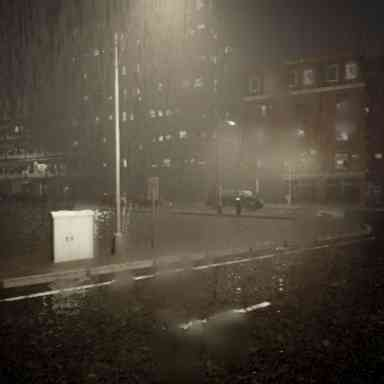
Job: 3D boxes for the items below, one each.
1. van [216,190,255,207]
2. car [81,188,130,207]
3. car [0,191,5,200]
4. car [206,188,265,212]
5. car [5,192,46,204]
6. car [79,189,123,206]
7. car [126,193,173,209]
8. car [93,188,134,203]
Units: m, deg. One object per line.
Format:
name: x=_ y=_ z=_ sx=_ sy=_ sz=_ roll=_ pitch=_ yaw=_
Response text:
van: x=4.877 y=0.727 z=37.282 sx=3.998 sy=1.788 sz=1.690 roll=1 pitch=0 yaw=25
car: x=-8.940 y=0.629 z=34.369 sx=5.009 sy=1.841 sz=2.192 roll=1 pitch=0 yaw=25
car: x=-26.838 y=0.509 z=45.459 sx=4.892 sy=1.490 sz=1.837 roll=1 pitch=1 yaw=24
car: x=4.022 y=0.699 z=31.281 sx=5.566 sy=2.045 sz=2.150 roll=2 pitch=1 yaw=25
car: x=-19.200 y=0.681 z=39.040 sx=4.507 sy=1.381 sz=1.887 roll=1 pitch=0 yaw=25
car: x=-10.316 y=0.592 z=37.826 sx=4.553 sy=1.767 sz=2.097 roll=1 pitch=1 yaw=25
car: x=-3.820 y=0.983 z=32.033 sx=4.206 sy=1.307 sz=1.802 roll=1 pitch=0 yaw=25
car: x=-10.498 y=0.440 z=44.286 sx=5.009 sy=1.841 sz=2.192 roll=1 pitch=0 yaw=25
